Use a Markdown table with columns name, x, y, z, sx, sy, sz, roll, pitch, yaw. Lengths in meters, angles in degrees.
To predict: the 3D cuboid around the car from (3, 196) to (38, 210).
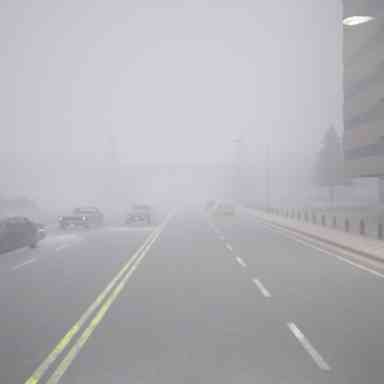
| name | x | y | z | sx | sy | sz | roll | pitch | yaw |
| --- | --- | --- | --- | --- | --- | --- | --- | --- | --- |
| car | -21.714 | 1.405 | 42.695 | 1.932 | 1.855 | 4.605 | 0 | 0 | -1 |

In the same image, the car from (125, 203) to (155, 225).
| name | x | y | z | sx | sy | sz | roll | pitch | yaw |
| --- | --- | --- | --- | --- | --- | --- | --- | --- | --- |
| car | -3.885 | 1.612 | 25.397 | 1.837 | 1.490 | 4.892 | 0 | 0 | -1 |

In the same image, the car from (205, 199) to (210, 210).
| name | x | y | z | sx | sy | sz | roll | pitch | yaw |
| --- | --- | --- | --- | --- | --- | --- | --- | --- | --- |
| car | 2.831 | 1.636 | 45.637 | 1.882 | 1.535 | 5.008 | 0 | -1 | 0 |

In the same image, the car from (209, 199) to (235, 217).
| name | x | y | z | sx | sy | sz | roll | pitch | yaw |
| --- | --- | --- | --- | --- | --- | --- | --- | --- | --- |
| car | 3.054 | 1.586 | 32.634 | 1.882 | 1.535 | 5.008 | 0 | 0 | -1 |

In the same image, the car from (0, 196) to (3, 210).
| name | x | y | z | sx | sy | sz | roll | pitch | yaw |
| --- | --- | --- | --- | --- | --- | --- | --- | --- | --- |
| car | -24.609 | 1.421 | 42.714 | 1.905 | 1.878 | 3.866 | 0 | 0 | -1 |

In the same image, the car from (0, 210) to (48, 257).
| name | x | y | z | sx | sy | sz | roll | pitch | yaw |
| --- | --- | --- | --- | --- | --- | --- | --- | --- | --- |
| car | -7.278 | 1.625 | 12.438 | 2.033 | 1.411 | 5.357 | 0 | 0 | -1 |

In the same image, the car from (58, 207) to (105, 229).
| name | x | y | z | sx | sy | sz | roll | pitch | yaw |
| --- | --- | --- | --- | --- | --- | --- | --- | --- | --- |
| car | -7.433 | 1.717 | 22.710 | 1.895 | 1.301 | 4.718 | 0 | 0 | -1 |
